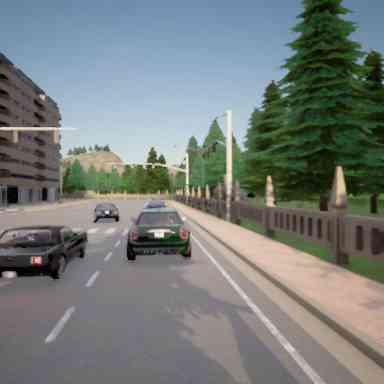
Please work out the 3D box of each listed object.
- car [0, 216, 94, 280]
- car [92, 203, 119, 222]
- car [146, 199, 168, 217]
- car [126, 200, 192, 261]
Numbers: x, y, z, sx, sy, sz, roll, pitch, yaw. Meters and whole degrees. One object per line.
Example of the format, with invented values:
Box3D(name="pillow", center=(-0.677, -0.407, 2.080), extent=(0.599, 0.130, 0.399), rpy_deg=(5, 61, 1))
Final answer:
Box3D(name="car", center=(-4.421, 1.620, 9.872), extent=(1.895, 1.301, 4.718), rpy_deg=(0, 0, -6))
Box3D(name="car", center=(-7.059, 1.568, 27.015), extent=(2.033, 1.411, 5.357), rpy_deg=(0, 0, -18))
Box3D(name="car", center=(-3.368, 1.471, 31.957), extent=(1.882, 1.535, 5.008), rpy_deg=(0, 0, -6))
Box3D(name="car", center=(-1.235, 1.351, 12.540), extent=(2.097, 1.767, 4.553), rpy_deg=(0, 0, -6))
